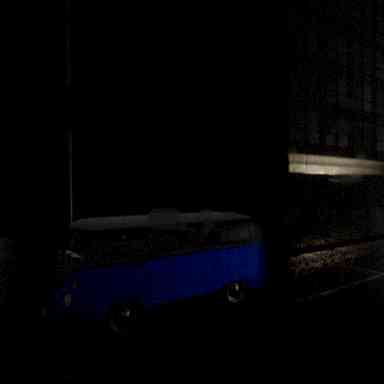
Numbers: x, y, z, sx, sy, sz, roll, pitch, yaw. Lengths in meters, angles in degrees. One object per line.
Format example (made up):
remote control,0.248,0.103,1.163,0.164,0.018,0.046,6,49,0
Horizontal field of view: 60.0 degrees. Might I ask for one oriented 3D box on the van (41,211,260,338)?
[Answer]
van,-0.538,1.306,6.269,3.998,1.788,1.690,-1,1,-36
